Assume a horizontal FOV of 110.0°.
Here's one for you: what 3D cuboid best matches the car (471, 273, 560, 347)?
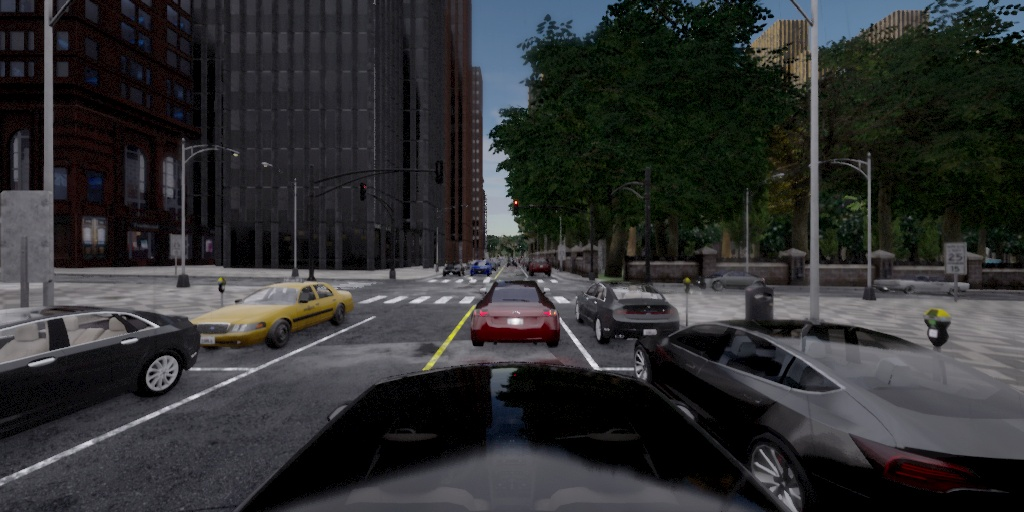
[{"bbox_3d":[0.081,1.313,9.356,1.994,1.385,4.181,0,0,0],"label":"car"}]

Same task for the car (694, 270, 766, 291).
[{"bbox_3d":[14.597,1.634,24.162,4.181,1.385,1.994,1,0,0],"label":"car"}]

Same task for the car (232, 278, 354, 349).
[{"bbox_3d":[-5.762,1.274,9.182,1.751,1.417,4.829,0,0,0],"label":"car"}]

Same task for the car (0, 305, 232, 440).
[{"bbox_3d":[-5.762,1.300,3.840,2.007,1.370,4.403,0,0,0],"label":"car"}]

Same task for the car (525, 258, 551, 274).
[{"bbox_3d":[2.765,1.070,36.025,2.192,1.841,5.009,0,0,0],"label":"car"}]

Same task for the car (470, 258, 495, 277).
[{"bbox_3d":[-3.089,1.234,36.631,1.882,1.535,5.008,0,0,0],"label":"car"}]

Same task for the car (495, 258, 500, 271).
[{"bbox_3d":[-3.082,1.330,47.834,1.994,1.385,4.181,0,0,0],"label":"car"}]

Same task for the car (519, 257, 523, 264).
[{"bbox_3d":[2.767,1.221,63.307,1.967,1.591,4.097,0,0,0],"label":"car"}]

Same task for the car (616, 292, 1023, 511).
[{"bbox_3d":[2.763,1.315,3.848,1.948,1.339,4.313,0,0,0],"label":"car"}]

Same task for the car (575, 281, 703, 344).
[{"bbox_3d":[2.764,1.299,9.361,2.007,1.370,4.403,0,0,0],"label":"car"}]

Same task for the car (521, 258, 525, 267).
[{"bbox_3d":[2.766,1.321,52.394,2.007,1.370,4.403,0,0,0],"label":"car"}]

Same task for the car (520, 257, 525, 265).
[{"bbox_3d":[2.767,1.327,57.851,2.007,1.370,4.403,0,0,0],"label":"car"}]

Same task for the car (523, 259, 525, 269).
[{"bbox_3d":[2.766,1.331,46.938,1.948,1.339,4.313,0,0,0],"label":"car"}]

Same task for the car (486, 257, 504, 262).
[{"bbox_3d":[-3.045,1.274,63.706,2.128,1.511,4.902,0,0,0],"label":"car"}]

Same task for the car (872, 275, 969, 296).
[{"bbox_3d":[27.468,1.935,24.232,4.718,1.301,1.895,1,0,0],"label":"car"}]

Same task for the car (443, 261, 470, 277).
[{"bbox_3d":[-5.760,1.321,36.017,1.948,1.339,4.313,0,0,0],"label":"car"}]
